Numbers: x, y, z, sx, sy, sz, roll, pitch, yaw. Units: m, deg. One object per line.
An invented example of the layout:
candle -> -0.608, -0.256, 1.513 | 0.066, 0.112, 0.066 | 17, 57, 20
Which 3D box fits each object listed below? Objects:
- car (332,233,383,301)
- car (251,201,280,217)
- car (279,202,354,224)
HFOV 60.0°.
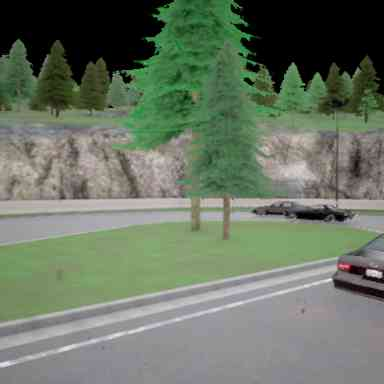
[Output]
car -> 5.381, 1.543, 7.565 | 5.357, 1.411, 2.033 | 0, 0, -36
car -> 8.084, 1.505, 29.713 | 5.357, 1.411, 2.033 | 0, 0, 23
car -> 9.302, 1.571, 24.771 | 4.718, 1.301, 1.895 | 0, 0, 44
